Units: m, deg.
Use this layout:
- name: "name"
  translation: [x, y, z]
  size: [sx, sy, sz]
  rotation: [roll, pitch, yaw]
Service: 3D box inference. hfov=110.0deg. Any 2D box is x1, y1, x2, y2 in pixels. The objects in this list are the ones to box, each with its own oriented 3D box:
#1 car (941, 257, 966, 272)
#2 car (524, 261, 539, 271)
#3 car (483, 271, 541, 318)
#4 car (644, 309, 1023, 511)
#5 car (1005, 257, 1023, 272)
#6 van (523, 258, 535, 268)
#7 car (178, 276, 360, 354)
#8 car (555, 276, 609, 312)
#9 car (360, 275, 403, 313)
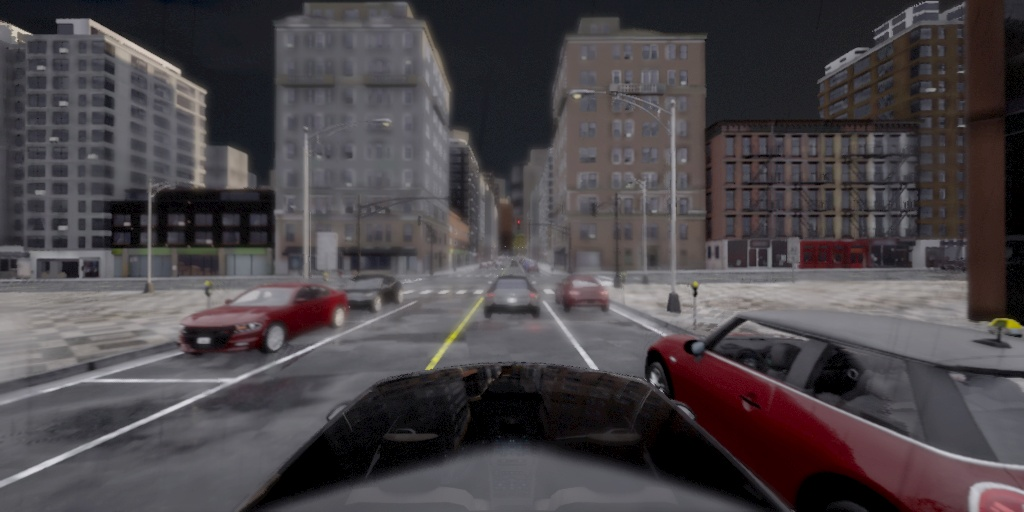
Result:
- name: "car"
  translation: [47.364, 0.873, 36.923]
  size: [4.902, 1.511, 2.128]
  rotation: [-1, 0, 1]
- name: "car"
  translation: [3.030, 1.737, 51.817]
  size: [1.802, 1.307, 4.207]
  rotation: [0, 0, 0]
- name: "car"
  translation: [0.002, 1.427, 13.631]
  size: [1.994, 1.385, 4.181]
  rotation: [0, -1, 0]
- name: "car"
  translation: [2.762, 1.205, 3.319]
  size: [1.967, 1.591, 4.097]
  rotation: [0, 0, 0]
- name: "car"
  translation: [47.356, 0.859, 33.673]
  size: [4.902, 1.511, 2.128]
  rotation: [-1, 0, 1]
- name: "van"
  translation: [3.077, 1.532, 57.369]
  size: [1.690, 1.789, 3.998]
  rotation: [0, 0, 0]
- name: "car"
  translation: [-5.764, 1.364, 8.964]
  size: [1.888, 1.381, 4.507]
  rotation: [0, 0, 0]
- name: "car"
  translation: [2.761, 1.454, 14.607]
  size: [1.802, 1.307, 4.207]
  rotation: [0, 0, 0]
- name: "car"
  translation: [-5.764, 1.437, 14.608]
  size: [1.948, 1.339, 4.313]
  rotation: [0, 0, 0]
